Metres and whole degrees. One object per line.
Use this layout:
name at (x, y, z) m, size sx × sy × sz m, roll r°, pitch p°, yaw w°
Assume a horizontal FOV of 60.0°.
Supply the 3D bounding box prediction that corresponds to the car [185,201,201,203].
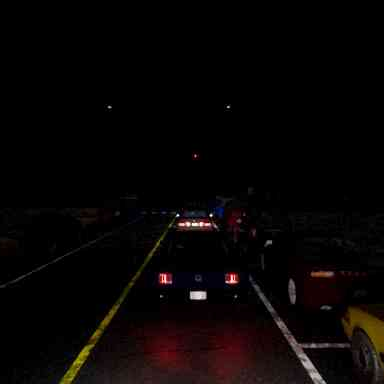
car at (0.053, 1.482, 27.712) m, size 1.882 × 1.535 × 5.008 m, roll 0°, pitch 0°, yaw 0°

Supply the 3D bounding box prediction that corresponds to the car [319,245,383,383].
car at (2.765, 1.525, 2.436) m, size 1.752 × 1.417 × 4.829 m, roll 0°, pitch 0°, yaw 0°

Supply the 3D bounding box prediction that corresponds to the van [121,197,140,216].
van at (-5.706, 1.346, 29.472) m, size 1.690 × 1.788 × 3.998 m, roll 0°, pitch 0°, yaw 0°

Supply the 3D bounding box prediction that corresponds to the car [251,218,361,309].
car at (2.775, 1.545, 7.704) m, size 1.887 × 1.381 × 4.507 m, roll 0°, pitch 0°, yaw 0°

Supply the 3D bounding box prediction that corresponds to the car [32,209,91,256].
car at (-5.739, 1.567, 13.159) m, size 1.947 × 1.339 × 4.313 m, roll 0°, pitch 0°, yaw 0°

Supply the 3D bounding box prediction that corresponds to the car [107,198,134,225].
car at (-5.717, 1.443, 24.034) m, size 1.967 × 1.590 × 4.097 m, roll 0°, pitch 0°, yaw 0°

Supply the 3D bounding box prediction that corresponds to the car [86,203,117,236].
car at (-5.728, 1.527, 18.427) m, size 1.752 × 1.417 × 4.829 m, roll 0°, pitch 0°, yaw 0°

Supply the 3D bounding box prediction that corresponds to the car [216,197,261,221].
car at (2.797, 1.317, 18.579) m, size 2.192 × 1.841 × 5.009 m, roll 0°, pitch 0°, yaw 0°

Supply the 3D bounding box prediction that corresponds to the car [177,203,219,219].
car at (0.133, 1.549, 17.885) m, size 2.033 × 1.411 × 5.357 m, roll 0°, pitch 0°, yaw 0°

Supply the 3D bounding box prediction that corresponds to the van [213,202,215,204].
van at (2.820, 1.346, 29.454) m, size 1.690 × 1.788 × 3.998 m, roll 0°, pitch 0°, yaw 0°

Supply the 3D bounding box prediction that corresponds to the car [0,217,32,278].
car at (-5.750, 1.525, 7.552) m, size 1.752 × 1.417 × 4.829 m, roll 0°, pitch 0°, yaw 0°

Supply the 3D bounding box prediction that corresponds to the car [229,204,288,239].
car at (2.786, 1.441, 13.141) m, size 1.967 × 1.590 × 4.097 m, roll 0°, pitch 0°, yaw 0°

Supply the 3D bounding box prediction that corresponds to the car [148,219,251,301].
car at (0.117, 1.601, 8.294) m, size 1.895 × 1.301 × 4.718 m, roll 0°, pitch 0°, yaw 0°
